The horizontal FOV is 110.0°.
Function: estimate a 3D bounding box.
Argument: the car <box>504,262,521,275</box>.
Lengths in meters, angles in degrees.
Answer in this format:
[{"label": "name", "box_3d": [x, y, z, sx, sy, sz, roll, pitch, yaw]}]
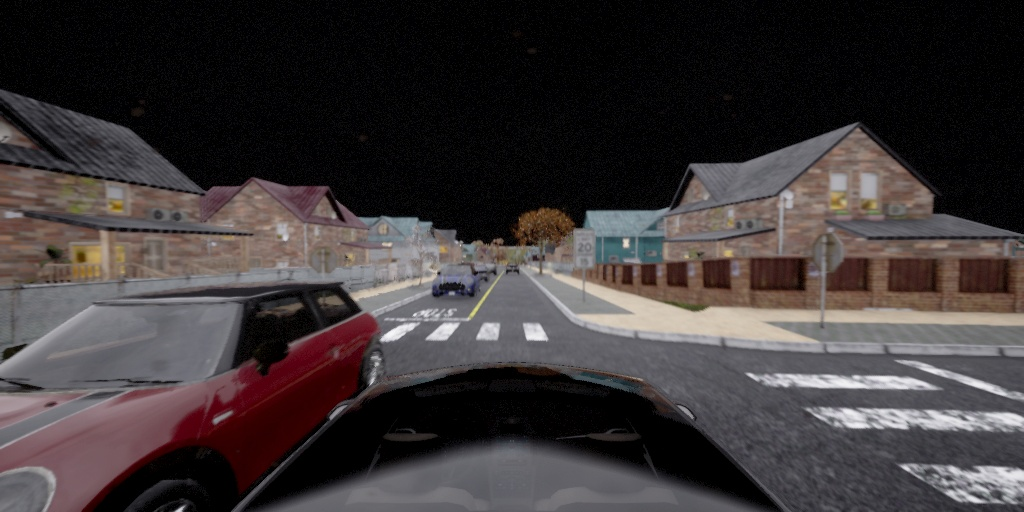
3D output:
[{"label": "car", "box_3d": [0.076, 1.655, 47.278, 1.837, 1.490, 4.892, 0, -1, 0]}]

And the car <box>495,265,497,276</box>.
[{"label": "car", "box_3d": [-2.832, 1.594, 43.920, 1.882, 1.535, 5.008, 0, -1, 1]}]

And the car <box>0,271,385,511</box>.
[{"label": "car", "box_3d": [-2.873, 1.074, 3.256, 2.097, 1.767, 4.553, 0, 0, 0]}]

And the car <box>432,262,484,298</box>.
[{"label": "car", "box_3d": [-2.859, 1.205, 19.287, 2.097, 1.767, 4.553, 0, 0, 0]}]

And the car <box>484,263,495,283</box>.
[{"label": "car", "box_3d": [-2.863, 1.517, 31.197, 2.033, 1.411, 5.357, 0, -1, 0]}]
